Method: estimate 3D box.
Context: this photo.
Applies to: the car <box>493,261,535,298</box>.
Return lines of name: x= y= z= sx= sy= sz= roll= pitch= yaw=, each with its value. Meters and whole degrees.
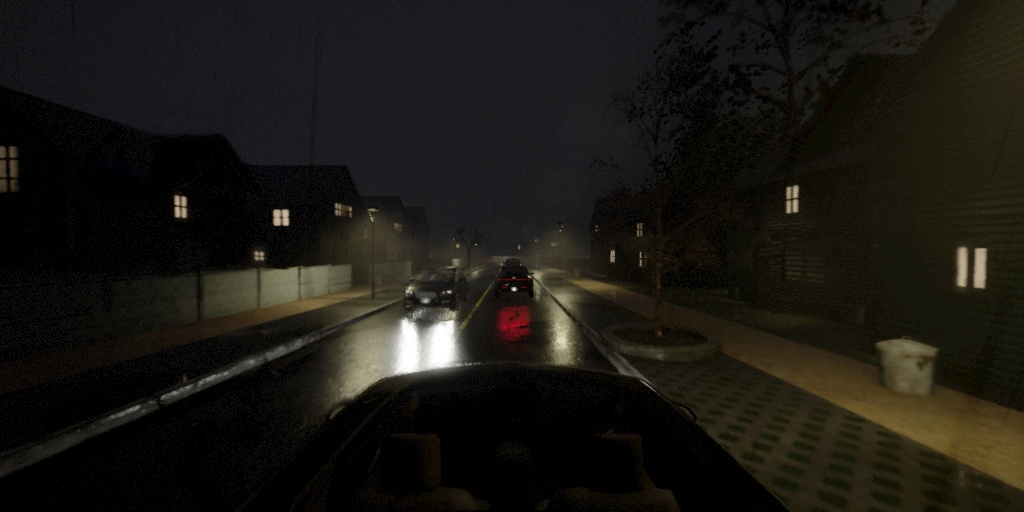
car: x=0.097 y=1.204 z=18.263 sx=1.837 sy=1.490 sz=4.892 roll=0 pitch=0 yaw=0

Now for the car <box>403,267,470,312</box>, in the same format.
car: x=-2.812 y=1.206 z=14.180 sx=2.128 sy=1.511 sz=4.902 roll=0 pitch=0 yaw=0

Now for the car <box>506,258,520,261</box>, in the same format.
car: x=0.094 y=0.996 z=36.622 sx=2.097 sy=1.767 sz=4.553 roll=0 pitch=0 yaw=0
